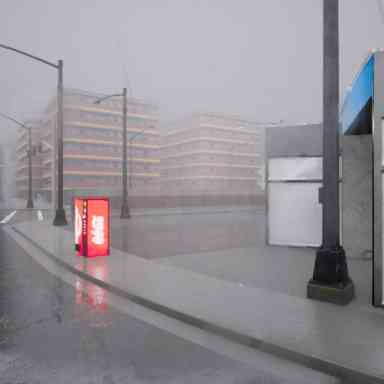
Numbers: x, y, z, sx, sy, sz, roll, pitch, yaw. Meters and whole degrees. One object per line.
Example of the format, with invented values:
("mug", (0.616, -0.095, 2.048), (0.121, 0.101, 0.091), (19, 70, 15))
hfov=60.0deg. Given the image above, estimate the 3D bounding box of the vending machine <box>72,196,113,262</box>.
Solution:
("vending machine", (-3.388, 1.195, 11.293), (1.100, 2.100, 0.880), (0, 0, -36))
